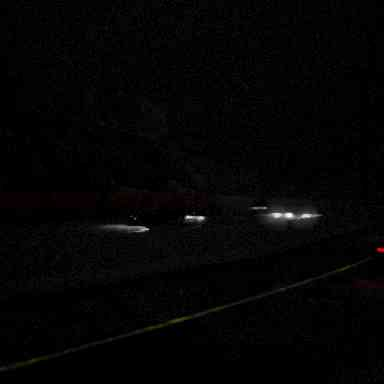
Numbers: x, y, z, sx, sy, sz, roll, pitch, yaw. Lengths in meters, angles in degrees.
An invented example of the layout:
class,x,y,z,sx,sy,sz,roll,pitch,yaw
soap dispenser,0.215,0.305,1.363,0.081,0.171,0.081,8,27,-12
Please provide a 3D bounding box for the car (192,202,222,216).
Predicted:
class,x,y,z,sx,sy,sz,roll,pitch,yaw
car,1.569,1.861,37.209,2.033,1.411,5.357,0,0,30

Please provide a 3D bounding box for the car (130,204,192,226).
class,x,y,z,sx,sy,sz,roll,pitch,yaw
car,-2.532,1.703,25.782,1.837,1.490,4.892,1,0,41

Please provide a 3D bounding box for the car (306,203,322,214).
class,x,y,z,sx,sy,sz,roll,pitch,yaw
car,15.388,2.026,41.986,1.895,1.301,4.718,0,0,21

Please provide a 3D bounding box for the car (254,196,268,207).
class,x,y,z,sx,sy,sz,roll,pitch,yaw
car,13.113,1.818,63.885,2.150,2.045,5.566,0,0,5

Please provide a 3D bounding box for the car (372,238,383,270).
class,x,y,z,sx,sy,sz,roll,pitch,yaw
car,7.350,1.672,10.456,2.033,1.411,5.357,0,-1,45

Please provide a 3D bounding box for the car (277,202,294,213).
class,x,y,z,sx,sy,sz,roll,pitch,yaw
car,12.188,2.021,43.402,1.895,1.301,4.718,0,-1,20
